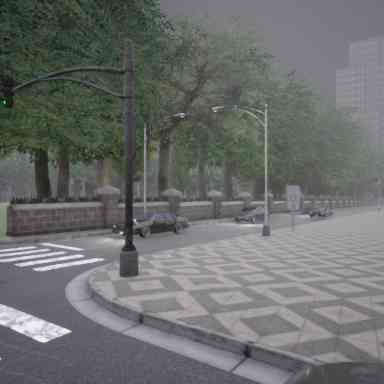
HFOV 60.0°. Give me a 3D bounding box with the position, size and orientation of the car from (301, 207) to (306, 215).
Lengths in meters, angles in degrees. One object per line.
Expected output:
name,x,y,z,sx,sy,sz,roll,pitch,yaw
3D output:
car,17.025,2.601,47.303,1.994,1.385,4.181,0,-1,36

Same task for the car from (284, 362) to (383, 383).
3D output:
car,2.349,1.551,1.283,4.403,1.369,2.008,0,0,36

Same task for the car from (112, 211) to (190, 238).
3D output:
car,-2.293,1.886,20.218,2.033,1.411,5.357,0,-1,35

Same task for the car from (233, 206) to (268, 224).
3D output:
car,5.648,2.125,31.419,1.837,1.490,4.892,0,-1,35

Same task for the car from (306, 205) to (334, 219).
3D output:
car,15.602,2.488,39.939,1.895,1.301,4.718,0,-1,35
